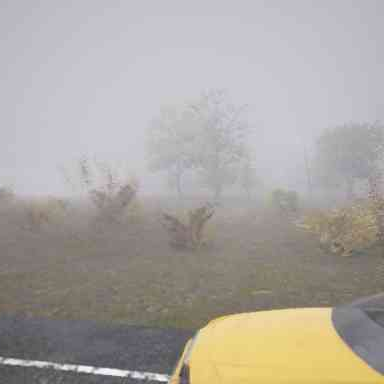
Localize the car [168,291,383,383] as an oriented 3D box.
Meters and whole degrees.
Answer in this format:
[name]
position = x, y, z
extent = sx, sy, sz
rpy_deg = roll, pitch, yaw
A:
[car]
position = 2.471, 1.487, 2.858
extent = 5.366, 1.575, 1.801
rpy_deg = 0, 0, 10
